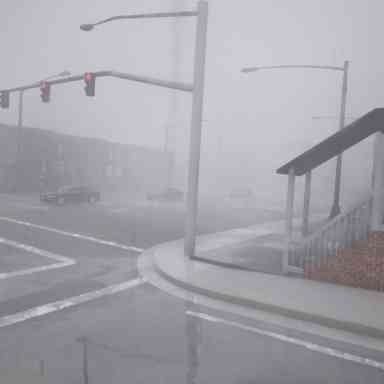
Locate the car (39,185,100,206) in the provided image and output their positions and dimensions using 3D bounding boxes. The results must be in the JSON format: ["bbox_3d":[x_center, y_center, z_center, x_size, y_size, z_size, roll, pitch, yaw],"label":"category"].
[{"bbox_3d":[-9.580,0.221,26.418,1.837,1.490,4.892,5,3,35],"label":"car"}]

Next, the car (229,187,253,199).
[{"bbox_3d":[7.405,0.079,49.890,2.097,1.767,4.553,5,3,36],"label":"car"}]

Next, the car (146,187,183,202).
[{"bbox_3d":[-2.869,0.220,35.759,1.837,1.490,4.892,5,3,36],"label":"car"}]
